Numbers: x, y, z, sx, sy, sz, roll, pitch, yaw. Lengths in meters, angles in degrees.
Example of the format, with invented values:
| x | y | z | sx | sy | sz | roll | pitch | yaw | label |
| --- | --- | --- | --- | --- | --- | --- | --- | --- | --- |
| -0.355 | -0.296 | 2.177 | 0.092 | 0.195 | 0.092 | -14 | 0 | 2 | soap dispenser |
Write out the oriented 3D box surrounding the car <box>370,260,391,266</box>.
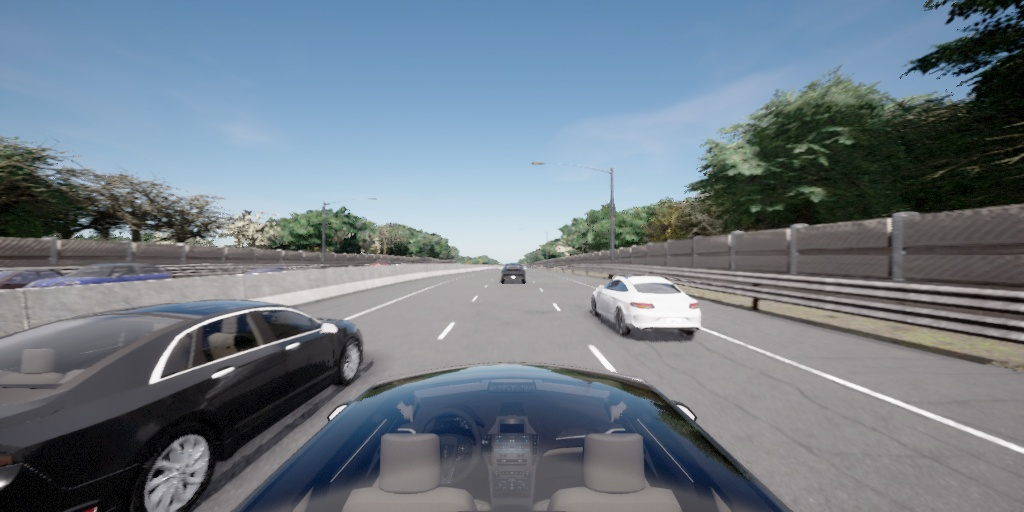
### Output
| x | y | z | sx | sy | sz | roll | pitch | yaw | label |
| --- | --- | --- | --- | --- | --- | --- | --- | --- | --- |
| -20.994 | 1.656 | 57.668 | 2.150 | 2.045 | 5.566 | 0 | -2 | 0 | car |

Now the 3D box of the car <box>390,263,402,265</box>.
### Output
| x | y | z | sx | sy | sz | roll | pitch | yaw | label |
| --- | --- | --- | --- | --- | --- | --- | --- | --- | --- |
| -17.494 | 1.966 | 57.690 | 1.812 | 1.442 | 4.674 | 0 | -2 | 0 | car |

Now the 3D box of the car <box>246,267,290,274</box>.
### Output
| x | y | z | sx | sy | sz | roll | pitch | yaw | label |
| --- | --- | --- | --- | --- | --- | --- | --- | --- | --- |
| -14.083 | 1.337 | 20.669 | 1.994 | 1.385 | 4.181 | 0 | 0 | 0 | car |

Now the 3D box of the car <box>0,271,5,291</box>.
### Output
| x | y | z | sx | sy | sz | roll | pitch | yaw | label |
| --- | --- | --- | --- | --- | --- | --- | --- | --- | --- |
| -21.094 | 1.310 | 15.328 | 2.033 | 1.411 | 5.357 | 0 | 0 | 0 | car |

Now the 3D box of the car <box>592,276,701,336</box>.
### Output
| x | y | z | sx | sy | sz | roll | pitch | yaw | label |
| --- | --- | --- | --- | --- | --- | --- | --- | --- | --- |
| 3.602 | 1.284 | 10.290 | 1.812 | 1.442 | 4.674 | 0 | 0 | 0 | car |

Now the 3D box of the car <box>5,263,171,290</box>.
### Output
| x | y | z | sx | sy | sz | roll | pitch | yaw | label |
| --- | --- | --- | --- | --- | --- | --- | --- | --- | --- |
| -17.589 | 1.115 | 15.535 | 2.097 | 1.767 | 4.553 | 0 | 0 | 0 | car |

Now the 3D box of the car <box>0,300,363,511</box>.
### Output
| x | y | z | sx | sy | sz | roll | pitch | yaw | label |
| --- | --- | --- | --- | --- | --- | --- | --- | --- | --- |
| -3.399 | 1.257 | 4.085 | 1.837 | 1.490 | 4.892 | 0 | 0 | 0 | car |

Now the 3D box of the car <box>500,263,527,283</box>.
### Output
| x | y | z | sx | sy | sz | roll | pitch | yaw | label |
| --- | --- | --- | --- | --- | --- | --- | --- | --- | --- |
| 0.103 | 1.335 | 28.944 | 1.837 | 1.490 | 4.892 | 0 | -1 | 0 | car |
